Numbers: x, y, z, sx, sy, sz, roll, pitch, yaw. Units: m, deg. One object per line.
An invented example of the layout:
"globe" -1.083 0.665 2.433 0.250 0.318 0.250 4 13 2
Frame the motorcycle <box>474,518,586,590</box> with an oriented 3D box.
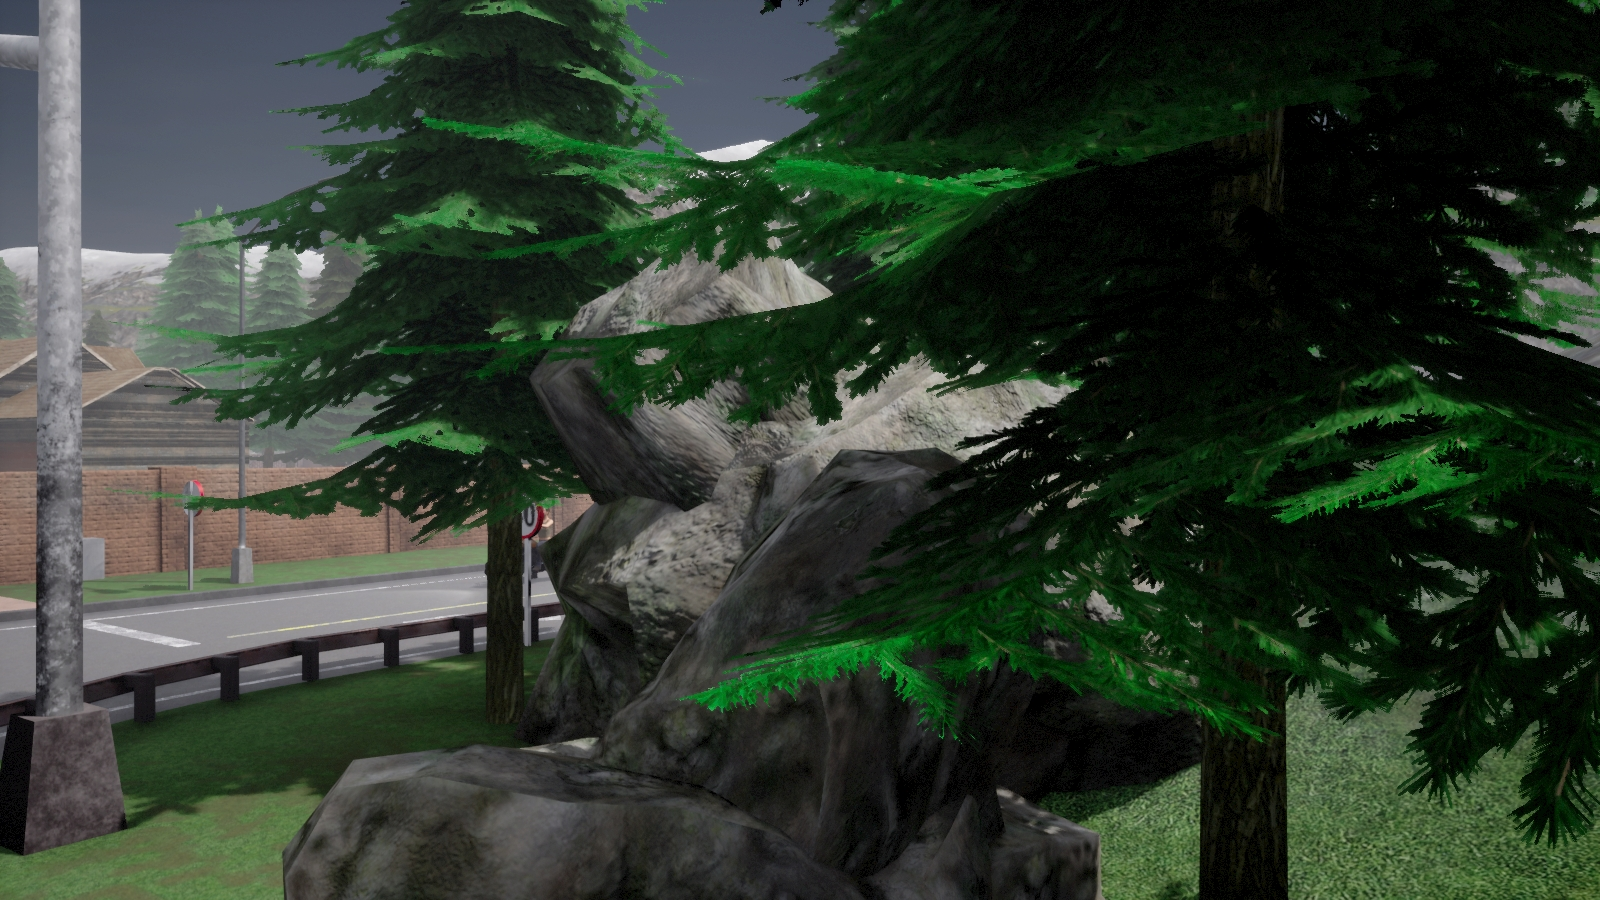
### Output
"motorcycle" -5.636 2.150 24.014 0.764 1.277 2.356 0 0 36
